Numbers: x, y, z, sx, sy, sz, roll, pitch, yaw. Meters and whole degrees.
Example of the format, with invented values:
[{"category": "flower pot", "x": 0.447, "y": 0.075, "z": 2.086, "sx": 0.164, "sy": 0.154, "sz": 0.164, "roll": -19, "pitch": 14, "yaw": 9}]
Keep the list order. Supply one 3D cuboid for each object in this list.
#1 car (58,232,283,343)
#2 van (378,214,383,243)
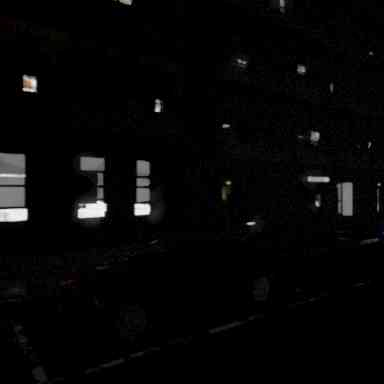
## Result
[{"category": "car", "x": -0.182, "y": 1.528, "z": 6.426, "sx": 4.507, "sy": 1.381, "sz": 1.887, "roll": 0, "pitch": 0, "yaw": -35}, {"category": "van", "x": 8.810, "y": 1.272, "z": 12.837, "sx": 3.998, "sy": 1.788, "sz": 1.690, "roll": 0, "pitch": 0, "yaw": -35}]
